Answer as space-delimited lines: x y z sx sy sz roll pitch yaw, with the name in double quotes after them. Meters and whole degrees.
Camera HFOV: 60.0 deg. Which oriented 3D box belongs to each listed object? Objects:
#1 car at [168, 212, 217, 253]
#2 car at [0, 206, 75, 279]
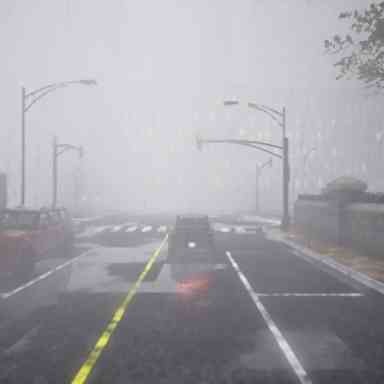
0.027 1.642 14.299 1.837 1.490 4.892 0 0 1 "car"
-5.376 1.415 10.602 2.192 1.841 5.009 0 -1 0 "car"
